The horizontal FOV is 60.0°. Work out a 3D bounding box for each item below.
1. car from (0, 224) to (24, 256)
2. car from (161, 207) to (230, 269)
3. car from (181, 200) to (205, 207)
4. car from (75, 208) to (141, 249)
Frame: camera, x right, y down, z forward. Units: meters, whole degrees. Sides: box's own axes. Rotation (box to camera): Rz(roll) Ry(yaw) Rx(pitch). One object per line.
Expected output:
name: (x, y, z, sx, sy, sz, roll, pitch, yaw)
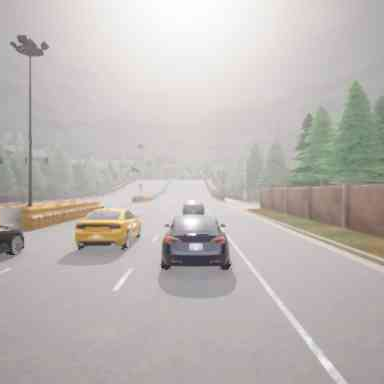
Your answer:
car: (-6.895, 1.455, 9.933, 2.128, 1.511, 4.902, 0, 0, 0)
car: (0.105, 1.466, 11.031, 2.163, 1.488, 4.792, 0, 0, 0)
car: (0.114, 1.392, 28.883, 2.128, 1.511, 4.902, 0, 0, 0)
car: (-3.393, 1.428, 14.264, 1.882, 1.535, 5.008, 0, 0, 0)
